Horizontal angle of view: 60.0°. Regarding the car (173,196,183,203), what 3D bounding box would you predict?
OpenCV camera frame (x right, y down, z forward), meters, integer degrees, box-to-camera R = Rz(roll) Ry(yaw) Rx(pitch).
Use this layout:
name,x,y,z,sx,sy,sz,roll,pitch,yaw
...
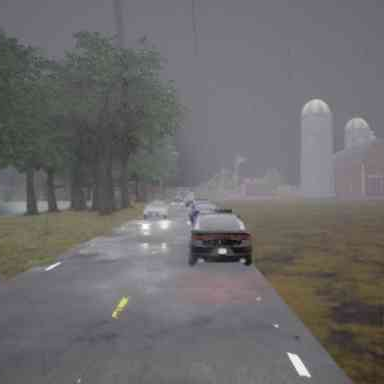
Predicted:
name,x,y,z,sx,sy,sz,roll,pitch,yaw
car,-2.757,1.462,67.595,1.882,1.535,5.008,0,0,0

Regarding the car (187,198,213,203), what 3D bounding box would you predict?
name,x,y,z,sx,sy,sz,roll,pitch,yaw
car,0.824,1.404,21.460,1.882,1.535,5.008,0,0,0

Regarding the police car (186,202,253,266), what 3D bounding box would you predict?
name,x,y,z,sx,sy,sz,roll,pitch,yaw
police car,0.824,1.382,11.569,1.930,1.638,5.238,0,0,0

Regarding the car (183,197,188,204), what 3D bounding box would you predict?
name,x,y,z,sx,sy,sz,roll,pitch,yaw
car,0.014,1.506,49.218,1.895,1.301,4.718,0,0,0

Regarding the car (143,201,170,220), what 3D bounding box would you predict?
name,x,y,z,sx,sy,sz,roll,pitch,yaw
car,-2.850,1.438,27.258,1.812,1.442,4.674,0,0,0
